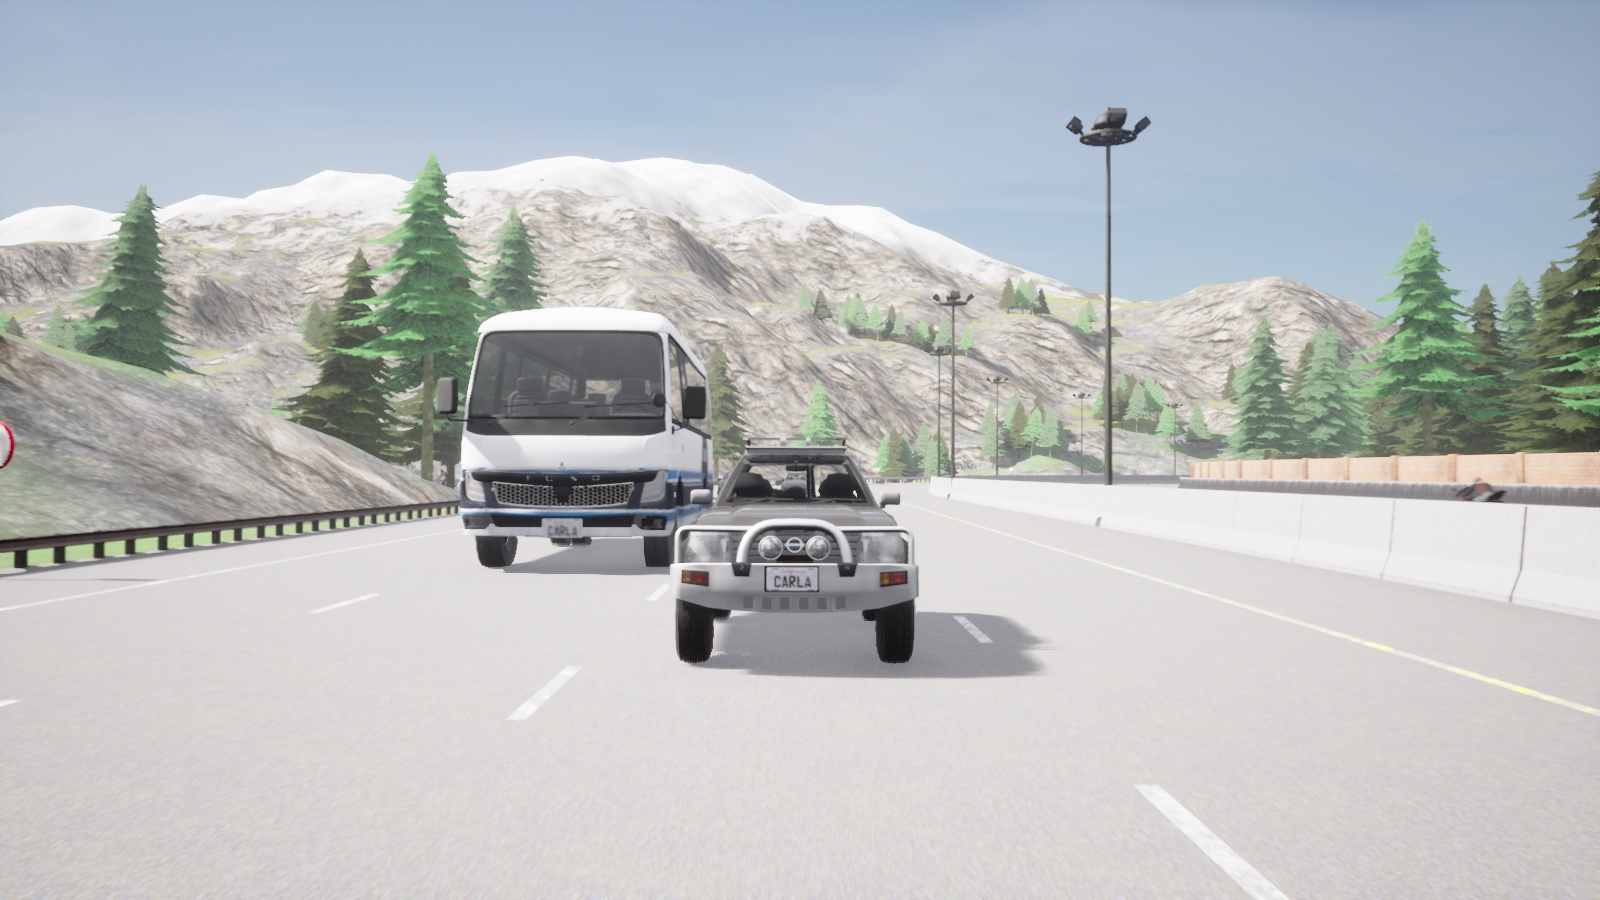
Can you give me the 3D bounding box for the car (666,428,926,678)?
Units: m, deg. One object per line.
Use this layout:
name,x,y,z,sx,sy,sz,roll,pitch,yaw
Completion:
car,-0.032,0.829,11.670,1.932,1.855,4.605,0,-1,0

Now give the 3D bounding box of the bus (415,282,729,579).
bus,-3.562,-0.160,23.175,3.944,4.253,10.273,0,-1,0

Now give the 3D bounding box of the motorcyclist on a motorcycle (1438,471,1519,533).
motorcyclist on a motorcycle,17.422,1.321,32.320,0.866,1.530,2.191,0,-1,0
